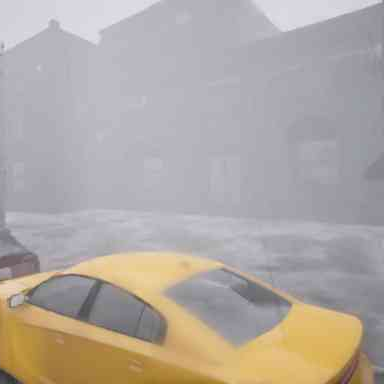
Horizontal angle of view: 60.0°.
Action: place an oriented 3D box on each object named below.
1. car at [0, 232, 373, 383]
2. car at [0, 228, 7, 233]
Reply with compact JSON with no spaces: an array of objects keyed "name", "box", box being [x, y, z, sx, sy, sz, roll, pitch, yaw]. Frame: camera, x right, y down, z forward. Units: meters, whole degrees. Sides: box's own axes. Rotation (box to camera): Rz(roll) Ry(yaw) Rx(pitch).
[{"name":"car","box":[-0.746,1.461,3.858,5.008,1.535,2.097,1,1,36]},{"name":"car","box":[-5.178,1.443,7.113,4.792,1.488,2.163,1,0,36]}]
